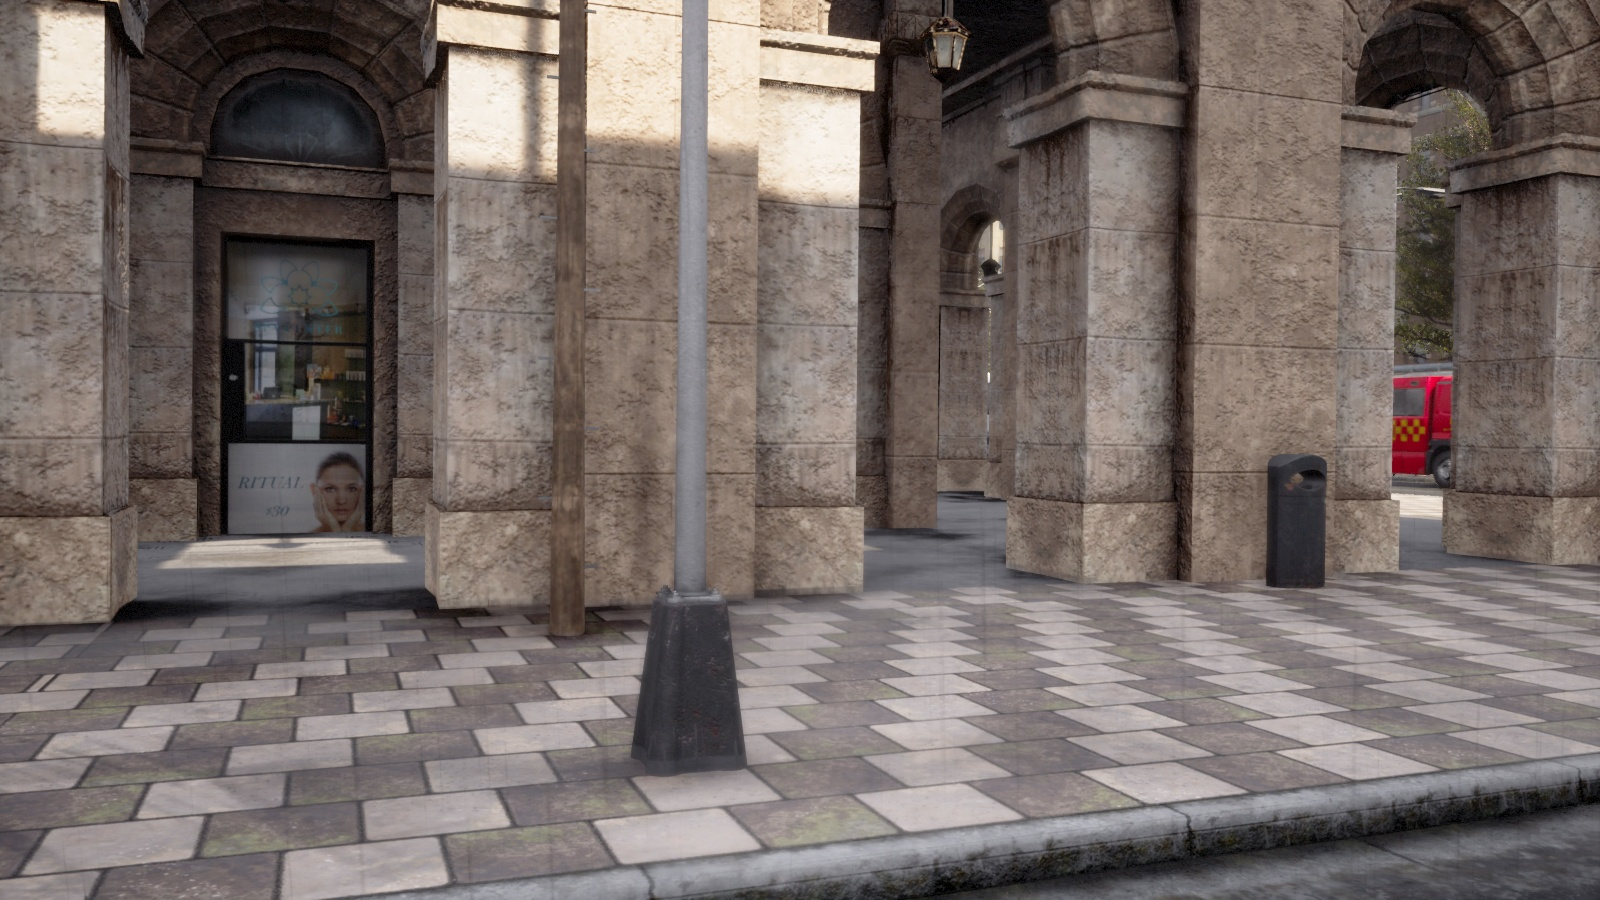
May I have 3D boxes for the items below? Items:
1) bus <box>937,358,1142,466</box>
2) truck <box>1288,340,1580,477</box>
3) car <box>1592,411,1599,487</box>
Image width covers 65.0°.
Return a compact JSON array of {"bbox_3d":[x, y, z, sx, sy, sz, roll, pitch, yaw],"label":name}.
[{"bbox_3d":[10.076,-1.576,54.615,3.944,4.253,10.273,-1,1,-21],"label":"bus"},{"bbox_3d":[19.554,-1.221,39.524,2.891,3.827,8.468,-1,1,-21],"label":"truck"},{"bbox_3d":[20.346,-0.014,27.671,2.097,1.767,4.553,-1,1,-20],"label":"car"}]
